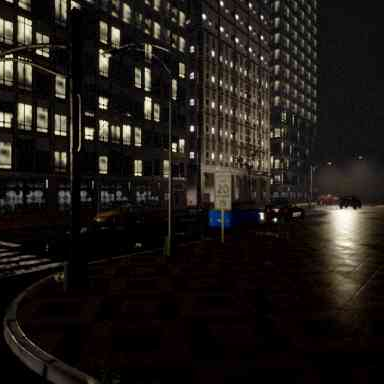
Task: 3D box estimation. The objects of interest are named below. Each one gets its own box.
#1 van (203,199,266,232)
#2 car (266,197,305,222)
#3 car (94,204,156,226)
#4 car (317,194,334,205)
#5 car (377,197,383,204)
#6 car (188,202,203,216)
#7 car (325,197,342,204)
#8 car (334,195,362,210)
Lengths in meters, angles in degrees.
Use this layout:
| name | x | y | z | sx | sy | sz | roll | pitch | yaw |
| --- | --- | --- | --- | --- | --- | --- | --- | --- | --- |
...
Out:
| name | x | y | z | sx | sy | sz | roll | pitch | yaw |
| --- | --- | --- | --- | --- | --- | --- | --- | --- | --- |
| van | 2.668 | 1.365 | 20.217 | 1.690 | 1.788 | 3.998 | 0 | 0 | 38 |
| car | 7.628 | 1.470 | 26.847 | 1.967 | 1.590 | 4.097 | 0 | 0 | 38 |
| car | -4.723 | 1.535 | 23.928 | 1.752 | 1.417 | 4.829 | 0 | 0 | 38 |
| car | 25.129 | 1.376 | 62.523 | 2.192 | 1.841 | 5.009 | 0 | 0 | 38 |
| car | 38.158 | 1.656 | 66.536 | 1.947 | 1.339 | 4.313 | 0 | 0 | 38 |
| car | 1.382 | 1.599 | 31.653 | 1.802 | 1.307 | 4.206 | 0 | 0 | 38 |
| car | 28.521 | 1.620 | 66.932 | 2.008 | 1.369 | 4.403 | 0 | 0 | 38 |
| car | 21.197 | 1.366 | 44.488 | 2.192 | 1.841 | 5.009 | 0 | 0 | 38 |
